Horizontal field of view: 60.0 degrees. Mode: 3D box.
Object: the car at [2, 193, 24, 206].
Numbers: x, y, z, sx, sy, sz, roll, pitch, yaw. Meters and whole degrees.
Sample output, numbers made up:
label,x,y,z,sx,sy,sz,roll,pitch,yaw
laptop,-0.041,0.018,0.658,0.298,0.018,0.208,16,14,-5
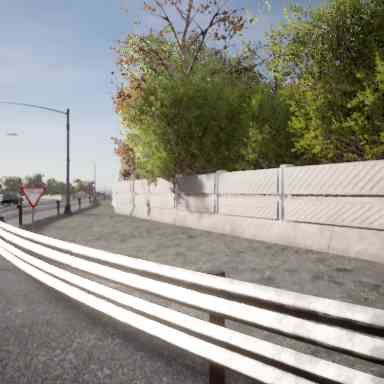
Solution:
label,x,y,z,sx,sy,sz,roll,pitch,yaw
car,-29.188,1.138,54.310,2.150,2.045,5.566,0,0,-16
